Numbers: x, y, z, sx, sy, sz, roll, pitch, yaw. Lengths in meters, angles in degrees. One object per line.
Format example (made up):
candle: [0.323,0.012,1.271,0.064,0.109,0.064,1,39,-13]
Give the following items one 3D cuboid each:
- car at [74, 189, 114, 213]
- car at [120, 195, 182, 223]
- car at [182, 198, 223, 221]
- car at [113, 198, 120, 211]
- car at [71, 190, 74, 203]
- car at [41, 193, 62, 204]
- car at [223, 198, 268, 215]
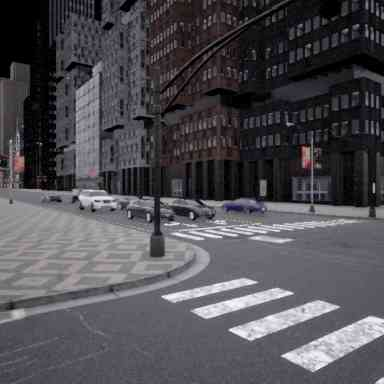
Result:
car: [-9.176,0.809,31.941,2.150,2.045,5.566,0,1,-36]
car: [-2.970,1.240,23.324,1.837,1.490,4.892,0,1,-36]
car: [-0.205,1.239,25.003,1.837,1.490,4.892,0,1,-38]
car: [-5.643,1.107,32.595,1.837,1.490,4.892,0,1,-36]
car: [-14.716,0.594,45.217,2.150,2.045,5.566,0,1,-36]
car: [-19.728,0.866,46.659,2.033,1.411,5.357,0,1,-35]
car: [4.644,1.237,29.748,1.812,1.442,4.674,0,1,-36]
